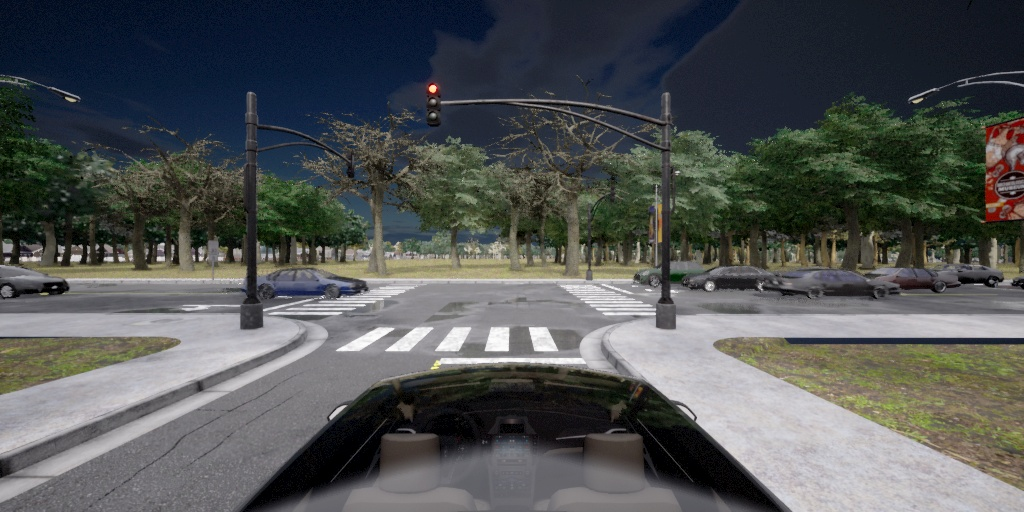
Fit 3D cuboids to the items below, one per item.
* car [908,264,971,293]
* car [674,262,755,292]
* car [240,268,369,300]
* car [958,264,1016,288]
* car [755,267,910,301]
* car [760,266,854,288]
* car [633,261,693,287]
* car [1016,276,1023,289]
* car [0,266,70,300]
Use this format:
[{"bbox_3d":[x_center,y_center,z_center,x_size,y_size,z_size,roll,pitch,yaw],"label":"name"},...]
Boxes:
[{"bbox_3d":[22.187,1.326,20.569,5.357,1.411,2.033,0,0,0],"label":"car"},{"bbox_3d":[12.326,1.269,20.565,4.892,1.490,1.837,0,0,0],"label":"car"},{"bbox_3d":[-9.793,1.287,17.101,5.357,1.411,2.033,0,0,0],"label":"car"},{"bbox_3d":[29.398,1.278,23.819,4.902,1.511,2.128,0,0,0],"label":"car"},{"bbox_3d":[15.077,1.320,17.116,5.357,1.411,2.033,0,0,0],"label":"car"},{"bbox_3d":[19.462,1.371,23.820,4.718,1.301,1.895,0,0,0],"label":"car"},{"bbox_3d":[10.478,1.109,23.813,4.553,1.767,2.097,0,0,0],"label":"car"},{"bbox_3d":[32.403,1.343,20.564,5.357,1.411,2.033,0,0,0],"label":"car"},{"bbox_3d":[-24.265,1.229,17.097,4.892,1.490,1.837,1,0,0],"label":"car"}]
